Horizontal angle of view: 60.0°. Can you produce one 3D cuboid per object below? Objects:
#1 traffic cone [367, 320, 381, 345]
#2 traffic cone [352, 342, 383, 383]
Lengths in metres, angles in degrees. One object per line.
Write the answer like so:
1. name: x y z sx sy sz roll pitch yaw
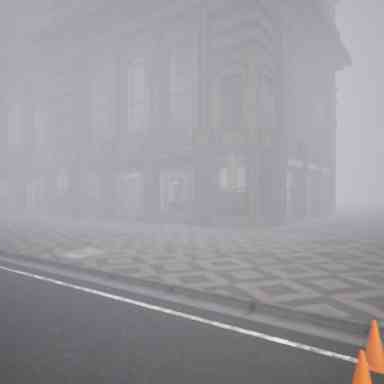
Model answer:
1. traffic cone: 2.370 1.969 4.328 0.340 0.580 0.340 0 0 35
2. traffic cone: 1.792 1.967 3.512 0.340 0.580 0.340 0 0 35
